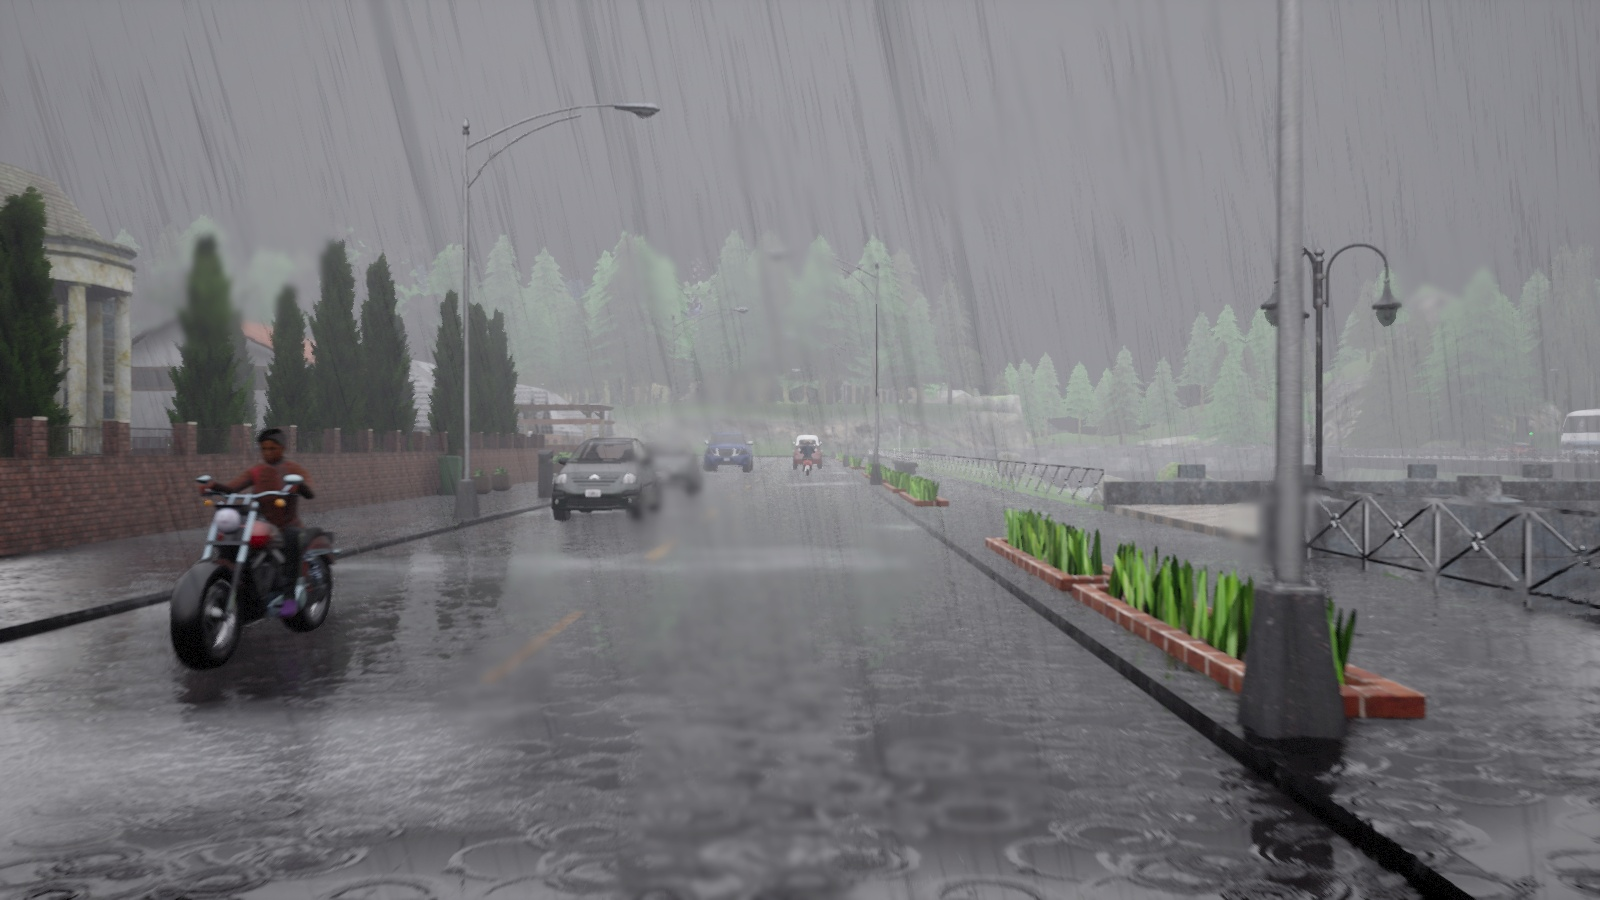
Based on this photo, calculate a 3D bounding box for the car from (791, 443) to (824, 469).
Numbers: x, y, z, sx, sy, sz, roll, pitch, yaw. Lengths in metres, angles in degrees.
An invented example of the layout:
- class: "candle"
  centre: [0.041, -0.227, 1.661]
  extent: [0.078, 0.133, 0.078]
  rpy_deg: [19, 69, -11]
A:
- class: "car"
  centre: [0.437, 0.348, 73.291]
  extent: [1.845, 1.501, 3.633]
  rpy_deg: [0, 0, 0]

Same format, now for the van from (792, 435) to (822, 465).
- class: "van"
  centre: [0.527, -0.031, 88.875]
  extent: [2.069, 2.038, 4.480]
  rpy_deg: [0, 0, 0]

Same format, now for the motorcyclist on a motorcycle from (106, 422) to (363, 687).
- class: "motorcyclist on a motorcycle"
  centre: [-3.933, 0.643, 8.999]
  extent: [0.766, 1.649, 2.350]
  rpy_deg: [0, 0, 0]

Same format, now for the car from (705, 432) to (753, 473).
- class: "car"
  centre: [-3.613, 0.098, 64.659]
  extent: [2.150, 2.045, 5.566]
  rpy_deg: [0, 0, 0]

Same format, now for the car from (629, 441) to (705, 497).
- class: "car"
  centre: [-3.776, 0.518, 36.277]
  extent: [1.789, 1.549, 3.705]
  rpy_deg: [0, 0, 0]

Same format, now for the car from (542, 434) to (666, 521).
- class: "car"
  centre: [-3.840, 0.499, 25.236]
  extent: [1.851, 1.617, 3.988]
  rpy_deg: [0, 0, 0]
